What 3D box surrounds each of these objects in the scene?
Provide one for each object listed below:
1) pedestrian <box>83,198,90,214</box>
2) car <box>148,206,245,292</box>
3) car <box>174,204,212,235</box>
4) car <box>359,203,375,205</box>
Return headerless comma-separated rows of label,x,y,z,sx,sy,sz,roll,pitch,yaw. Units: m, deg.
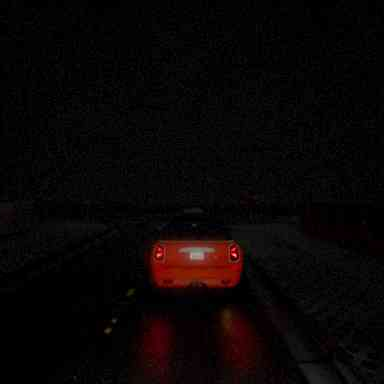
pedestrian,-9.692,1.058,30.429,0.375,1.860,0.375,0,-1,0
car,0.103,1.349,9.060,2.097,1.767,4.553,0,0,0
car,-0.073,1.521,19.595,1.812,1.442,4.674,0,0,-5
car,14.161,1.670,27.663,5.008,1.535,1.882,1,0,0
